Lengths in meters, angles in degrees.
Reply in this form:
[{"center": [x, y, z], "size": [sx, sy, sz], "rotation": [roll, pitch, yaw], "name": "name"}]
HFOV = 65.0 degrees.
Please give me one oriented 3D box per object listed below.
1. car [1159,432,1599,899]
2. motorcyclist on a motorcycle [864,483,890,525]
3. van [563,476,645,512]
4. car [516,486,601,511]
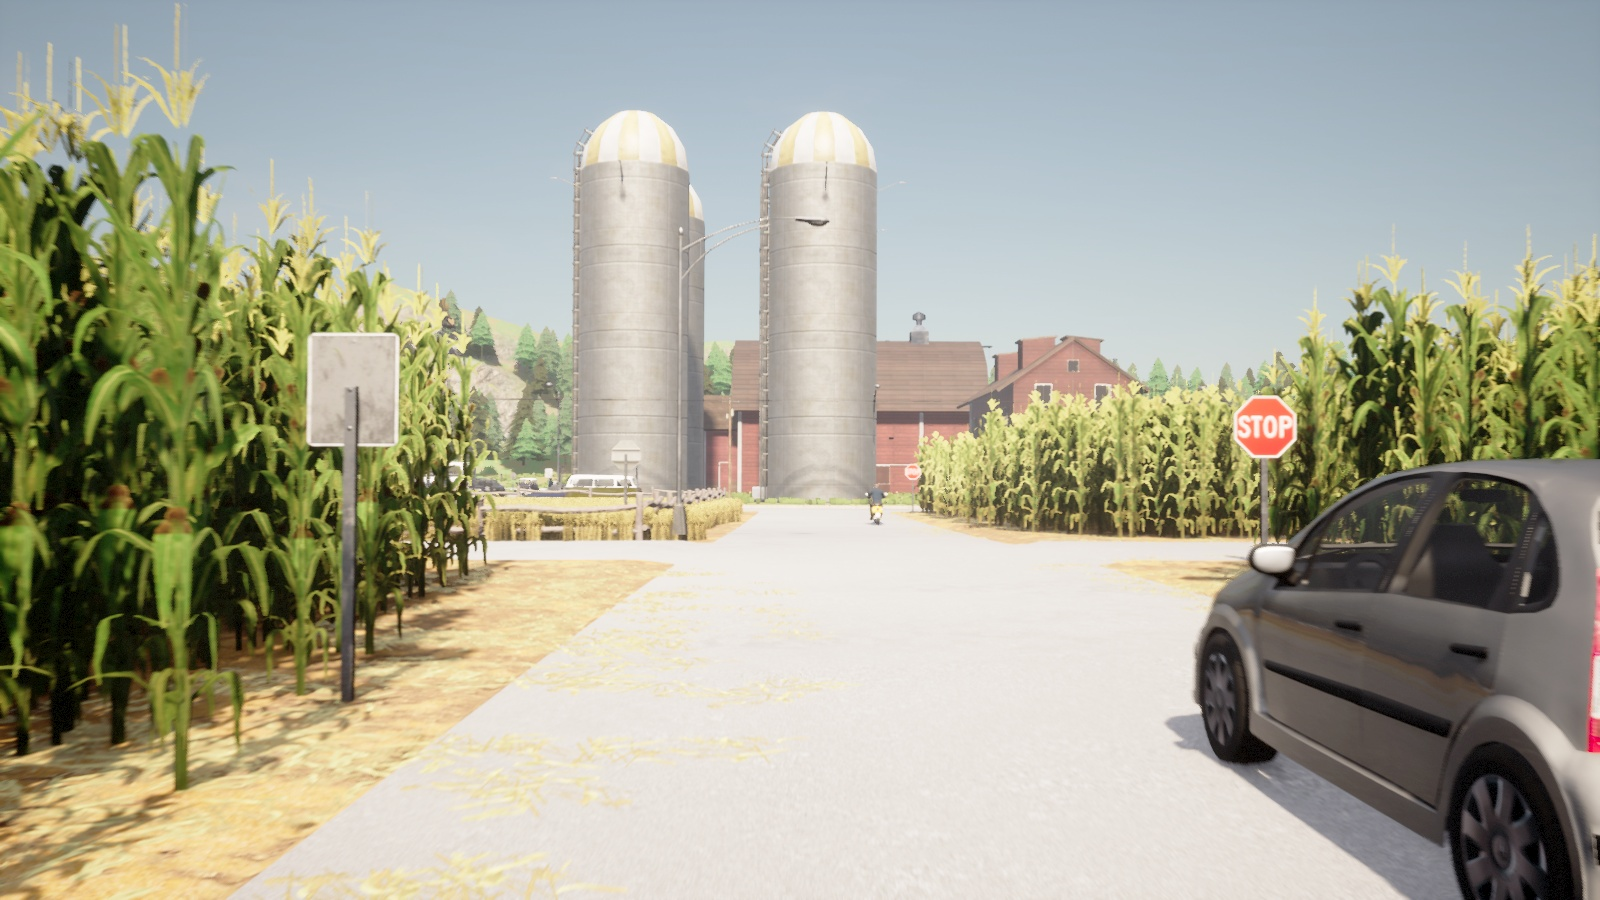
[{"center": [3.086, 0.783, 5.524], "size": [1.851, 1.617, 3.988], "rotation": [0, -1, 0], "name": "car"}, {"center": [2.983, 2.072, 48.775], "size": [0.866, 1.590, 1.817], "rotation": [0, -2, 0], "name": "motorcyclist on a motorcycle"}, {"center": [-11.429, 2.562, 73.550], "size": [4.480, 2.038, 2.069], "rotation": [0, -1, 0], "name": "van"}, {"center": [-14.756, 2.943, 77.023], "size": [4.792, 1.488, 2.163], "rotation": [0, -1, 0], "name": "car"}]
